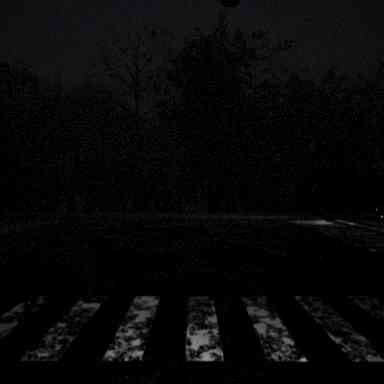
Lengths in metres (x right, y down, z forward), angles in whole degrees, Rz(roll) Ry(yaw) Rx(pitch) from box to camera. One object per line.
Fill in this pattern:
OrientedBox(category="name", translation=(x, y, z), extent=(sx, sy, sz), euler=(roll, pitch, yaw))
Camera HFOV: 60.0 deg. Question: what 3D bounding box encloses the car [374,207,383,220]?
OrientedBox(category="car", translation=(13.866, 1.204, 20.374), extent=(4.718, 1.301, 1.895), euler=(0, 1, 1))
